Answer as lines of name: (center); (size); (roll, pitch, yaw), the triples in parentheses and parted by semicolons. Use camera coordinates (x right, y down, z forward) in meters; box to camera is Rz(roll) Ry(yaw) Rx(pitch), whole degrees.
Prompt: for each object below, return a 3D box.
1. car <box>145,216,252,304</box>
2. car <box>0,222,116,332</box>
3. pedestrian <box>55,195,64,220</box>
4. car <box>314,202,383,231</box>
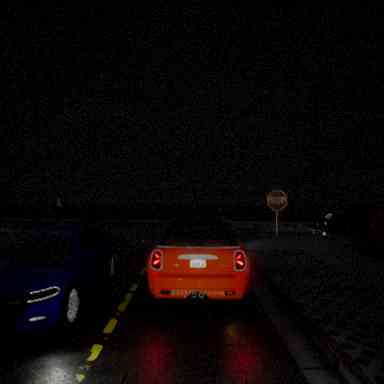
car: (0.202, 1.360, 8.337); (2.097, 1.767, 4.553); (0, 0, 2)
car: (-2.975, 1.485, 7.220); (1.882, 1.535, 5.008); (0, 0, -1)
pedestrian: (-9.676, 1.090, 24.271); (0.375, 1.860, 0.375); (0, -1, 0)
car: (10.359, 1.528, 21.469); (4.553, 1.767, 2.097); (1, 0, 0)
